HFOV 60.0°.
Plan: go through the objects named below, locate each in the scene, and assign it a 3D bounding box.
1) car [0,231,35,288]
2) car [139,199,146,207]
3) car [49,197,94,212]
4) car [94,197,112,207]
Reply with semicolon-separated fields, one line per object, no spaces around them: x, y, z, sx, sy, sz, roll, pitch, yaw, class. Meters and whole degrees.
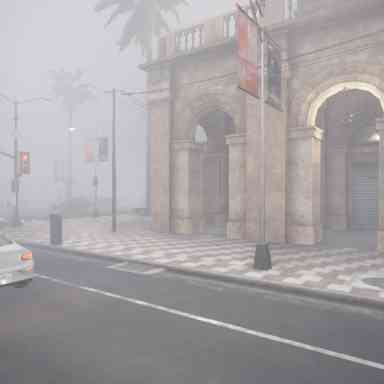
-5.584;1.526;7.930;4.674;1.442;1.812;0;0;36;car
-5.978;1.503;50.776;1.837;1.490;4.892;0;0;36;car
-14.346;1.351;39.076;2.097;1.767;4.553;0;0;36;car
-13.884;1.513;51.058;2.161;1.482;4.786;0;0;35;car
